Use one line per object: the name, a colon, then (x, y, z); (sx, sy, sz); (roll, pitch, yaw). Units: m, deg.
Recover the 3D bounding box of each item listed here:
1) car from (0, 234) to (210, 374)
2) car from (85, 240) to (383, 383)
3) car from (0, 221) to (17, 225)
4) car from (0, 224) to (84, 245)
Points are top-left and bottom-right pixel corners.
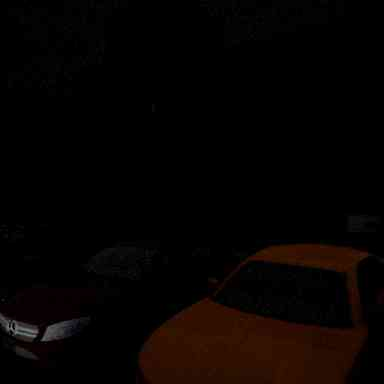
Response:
car: (-0.824, 1.541, 5.859); (2.002, 1.452, 4.674); (0, 0, 35)
car: (1.423, 1.486, 4.260); (2.097, 1.535, 5.008); (0, 0, 35)
car: (-5.318, 1.535, 9.054); (2.231, 1.521, 4.892); (0, 0, 36)
car: (-3.052, 1.547, 7.482); (2.163, 1.488, 4.792); (0, 0, 35)
